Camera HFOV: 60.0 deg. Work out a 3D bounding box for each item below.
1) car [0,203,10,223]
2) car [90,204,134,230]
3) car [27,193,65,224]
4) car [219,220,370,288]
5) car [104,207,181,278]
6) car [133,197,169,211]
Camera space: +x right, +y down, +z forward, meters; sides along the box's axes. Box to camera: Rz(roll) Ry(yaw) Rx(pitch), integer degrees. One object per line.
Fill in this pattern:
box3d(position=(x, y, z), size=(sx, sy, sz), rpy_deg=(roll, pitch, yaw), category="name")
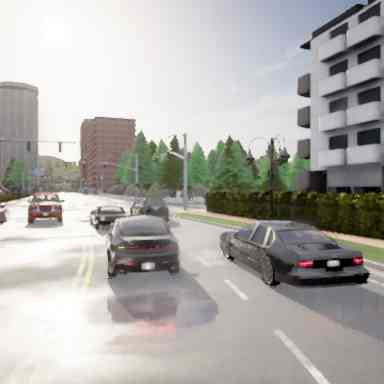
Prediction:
box3d(position=(-13.933, 1.447, 23.131), size=(1.994, 1.385, 4.181), rpy_deg=(0, 0, -23), category="car")
box3d(position=(-5.113, 1.467, 20.311), size=(1.895, 1.301, 4.718), rpy_deg=(0, 0, -22), category="car")
box3d(position=(-10.504, 1.071, 23.995), size=(2.150, 2.045, 5.566), rpy_deg=(0, 0, -23), category="car")
box3d(position=(2.323, 1.478, 9.190), size=(2.033, 1.411, 5.357), rpy_deg=(0, 0, -12), category="car")
box3d(position=(-1.610, 1.437, 10.023), size=(1.837, 1.490, 4.892), rpy_deg=(0, 1, -14), category="car")
box3d(position=(-3.268, 1.183, 24.971), size=(2.097, 1.767, 4.553), rpy_deg=(0, 0, -21), category="car")
